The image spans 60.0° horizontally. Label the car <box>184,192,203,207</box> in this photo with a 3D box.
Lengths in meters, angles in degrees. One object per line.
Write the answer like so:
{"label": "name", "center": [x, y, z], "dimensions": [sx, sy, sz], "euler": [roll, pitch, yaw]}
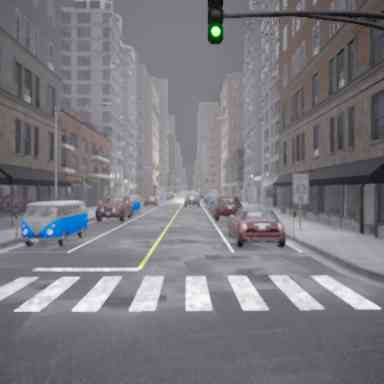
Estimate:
{"label": "car", "center": [0.037, 1.112, 45.518], "dimensions": [2.097, 1.767, 4.553], "euler": [0, 0, 0]}

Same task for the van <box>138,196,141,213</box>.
{"label": "van", "center": [-5.866, 1.193, 31.280], "dimensions": [1.690, 1.788, 3.998], "euler": [0, 0, 0]}

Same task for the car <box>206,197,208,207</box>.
{"label": "car", "center": [2.660, 1.407, 31.298], "dimensions": [1.947, 1.339, 4.313], "euler": [0, 0, 0]}

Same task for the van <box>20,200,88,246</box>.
{"label": "van", "center": [-5.862, 1.277, 14.523], "dimensions": [1.690, 1.788, 3.998], "euler": [0, 0, 0]}

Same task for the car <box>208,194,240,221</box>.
{"label": "car", "center": [2.661, 1.185, 25.712], "dimensions": [2.192, 1.841, 5.009], "euler": [0, 0, 0]}

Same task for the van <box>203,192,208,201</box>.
{"label": "van", "center": [2.658, 1.117, 42.468], "dimensions": [1.690, 1.788, 3.998], "euler": [0, 0, 0]}

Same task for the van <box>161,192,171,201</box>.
{"label": "van", "center": [-5.875, 0.949, 70.383], "dimensions": [1.690, 1.788, 3.998], "euler": [0, 0, 0]}

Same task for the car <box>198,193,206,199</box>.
{"label": "car", "center": [2.647, 1.049, 87.148], "dimensions": [1.947, 1.339, 4.313], "euler": [0, 0, 0]}

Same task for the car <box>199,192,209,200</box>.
{"label": "car", "center": [2.650, 0.874, 75.976], "dimensions": [2.192, 1.841, 5.009], "euler": [0, 0, 0]}

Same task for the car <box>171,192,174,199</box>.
{"label": "car", "center": [-5.876, 1.136, 75.970], "dimensions": [1.947, 1.339, 4.313], "euler": [0, 0, 0]}

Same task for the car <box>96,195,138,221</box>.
{"label": "car", "center": [-5.865, 1.197, 25.695], "dimensions": [2.192, 1.841, 5.009], "euler": [0, 0, 0]}

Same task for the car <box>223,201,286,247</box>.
{"label": "car", "center": [2.664, 1.365, 14.543], "dimensions": [1.967, 1.590, 4.097], "euler": [0, 0, 0]}

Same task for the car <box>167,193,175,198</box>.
{"label": "car", "center": [-5.880, 1.001, 92.728], "dimensions": [1.887, 1.381, 4.507], "euler": [0, 0, 0]}

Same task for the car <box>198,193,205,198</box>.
{"label": "car", "center": [2.646, 1.011, 92.733], "dimensions": [1.947, 1.339, 4.313], "euler": [0, 0, 0]}

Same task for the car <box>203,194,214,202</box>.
{"label": "car", "center": [3.131, 1.161, 64.365], "dimensions": [1.812, 1.442, 4.674], "euler": [0, 0, 0]}

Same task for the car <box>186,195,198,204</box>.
{"label": "car", "center": [-0.015, 1.222, 55.541], "dimensions": [1.812, 1.442, 4.674], "euler": [0, 0, 0]}

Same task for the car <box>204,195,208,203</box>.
{"label": "car", "center": [2.659, 1.359, 36.883], "dimensions": [2.008, 1.369, 4.403], "euler": [0, 0, 0]}

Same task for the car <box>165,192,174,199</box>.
{"label": "car", "center": [-5.878, 0.809, 87.139], "dimensions": [2.192, 1.841, 5.009], "euler": [0, 0, 0]}

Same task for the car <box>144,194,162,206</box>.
{"label": "car", "center": [-5.869, 1.297, 48.040], "dimensions": [1.887, 1.381, 4.507], "euler": [0, 0, 0]}
